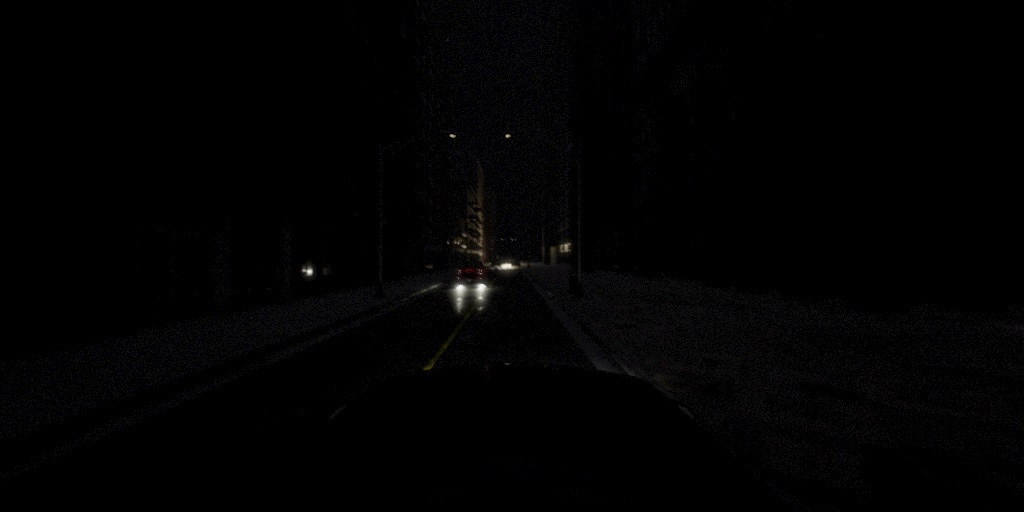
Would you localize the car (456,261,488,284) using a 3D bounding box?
[{"bbox_3d":[-3.104,1.197,28.334,2.097,1.767,4.553,0,0,0],"label":"car"}]
